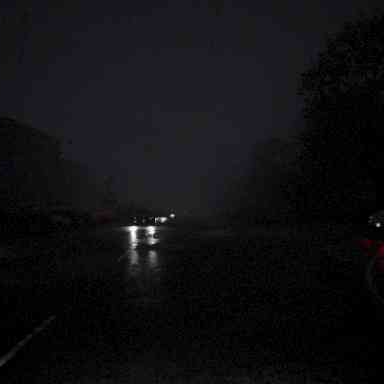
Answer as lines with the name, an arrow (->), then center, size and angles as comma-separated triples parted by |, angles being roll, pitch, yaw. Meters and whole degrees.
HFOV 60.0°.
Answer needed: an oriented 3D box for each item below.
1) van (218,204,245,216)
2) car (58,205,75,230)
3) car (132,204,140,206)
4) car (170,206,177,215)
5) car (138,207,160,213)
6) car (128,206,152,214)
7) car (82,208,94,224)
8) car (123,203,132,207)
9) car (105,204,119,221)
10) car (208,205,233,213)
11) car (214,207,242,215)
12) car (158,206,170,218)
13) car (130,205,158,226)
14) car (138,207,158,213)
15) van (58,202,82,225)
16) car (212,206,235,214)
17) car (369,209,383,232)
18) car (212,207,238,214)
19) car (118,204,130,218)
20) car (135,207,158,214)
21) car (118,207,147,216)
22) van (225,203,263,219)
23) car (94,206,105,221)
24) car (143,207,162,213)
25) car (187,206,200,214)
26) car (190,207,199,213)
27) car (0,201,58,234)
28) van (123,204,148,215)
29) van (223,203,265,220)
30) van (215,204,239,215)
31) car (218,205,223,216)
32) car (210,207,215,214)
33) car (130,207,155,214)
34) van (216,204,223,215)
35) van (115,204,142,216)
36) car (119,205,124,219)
van -> 6.914, 3.149, 58.118 | 4.442, 1.987, 1.878 | 2, -3, -19
car -> -11.162, 1.900, 23.190 | 5.366, 1.575, 1.946 | 0, -3, -20
car -> -11.124, 2.742, 49.501 | 5.566, 2.045, 2.435 | 0, -2, -19
car -> -4.538, 3.548, 65.139 | 2.097, 1.767, 4.553 | 0, -3, 1
car -> -10.928, 4.571, 84.603 | 5.366, 1.575, 1.946 | 0, -3, -19
car -> -10.929, 3.775, 70.016 | 4.553, 1.767, 2.185 | 0, -3, -19
car -> -11.317, 2.173, 28.978 | 4.792, 1.488, 2.163 | 0, -2, -20
car -> -11.158, 2.743, 46.575 | 4.553, 1.767, 2.185 | 0, -3, -19
car -> -11.383, 2.500, 37.717 | 5.366, 1.575, 1.946 | 0, -2, -19
car -> 7.008, 4.188, 81.594 | 5.566, 2.045, 2.435 | 2, -3, -19
car -> 6.851, 3.633, 63.950 | 4.892, 1.521, 2.231 | 2, -3, -19
car -> -4.763, 3.026, 48.368 | 1.994, 1.385, 4.181 | 0, -3, 1
car -> -4.307, 2.176, 29.260 | 1.837, 1.490, 4.892 | -1, -2, -10
car -> -10.786, 4.479, 81.738 | 4.674, 1.452, 2.002 | 0, -3, -19
van -> -11.208, 1.798, 26.113 | 4.442, 1.987, 1.878 | 0, -3, -20
car -> 6.918, 3.907, 72.769 | 4.553, 1.767, 2.185 | 2, -3, -19
car -> 11.020, 1.267, 16.525 | 4.674, 1.442, 1.812 | -2, -1, -18
car -> 6.943, 3.929, 69.841 | 4.792, 1.488, 2.163 | 2, -3, -19
car -> -11.144, 2.747, 43.641 | 4.892, 1.521, 2.231 | 0, -2, -19
car -> -10.822, 4.306, 78.813 | 4.892, 1.521, 2.231 | 0, -3, -20
car -> -10.975, 3.503, 61.224 | 5.008, 1.535, 2.097 | 0, -2, -19
van -> 6.771, 2.519, 43.413 | 4.442, 1.987, 1.878 | 2, -3, -19
car -> -11.440, 2.260, 31.861 | 5.366, 1.575, 1.946 | 0, -2, -20
car -> -10.706, 4.846, 90.532 | 4.892, 1.521, 2.231 | 0, -3, -19
car -> 0.505, 3.696, 68.454 | 2.097, 1.767, 4.553 | 0, -3, 1
car -> 0.602, 4.194, 78.512 | 1.994, 1.385, 4.181 | 0, -3, 1
car -> -11.333, 1.534, 20.213 | 5.566, 2.045, 2.435 | 0, -2, -20
van -> -10.849, 3.409, 64.209 | 4.442, 1.987, 1.878 | 0, -3, -19
van -> 6.525, 2.390, 40.385 | 4.442, 1.987, 1.878 | 2, -2, -19
van -> 6.997, 3.543, 66.945 | 4.442, 1.987, 1.878 | 2, -3, -19
car -> 6.719, 3.029, 49.239 | 4.674, 1.452, 2.002 | 2, -2, -19
car -> 6.657, 3.493, 60.945 | 5.366, 1.575, 1.946 | 2, -2, -19
car -> -10.875, 4.036, 72.946 | 4.892, 1.521, 2.231 | 0, -3, -19
van -> 6.641, 2.886, 52.150 | 4.442, 1.987, 1.878 | 2, -2, -19
van -> -11.121, 3.148, 58.261 | 4.442, 1.987, 1.878 | 0, -2, -19
car -> -11.147, 2.654, 40.716 | 4.792, 1.488, 2.163 | 0, -3, -19
